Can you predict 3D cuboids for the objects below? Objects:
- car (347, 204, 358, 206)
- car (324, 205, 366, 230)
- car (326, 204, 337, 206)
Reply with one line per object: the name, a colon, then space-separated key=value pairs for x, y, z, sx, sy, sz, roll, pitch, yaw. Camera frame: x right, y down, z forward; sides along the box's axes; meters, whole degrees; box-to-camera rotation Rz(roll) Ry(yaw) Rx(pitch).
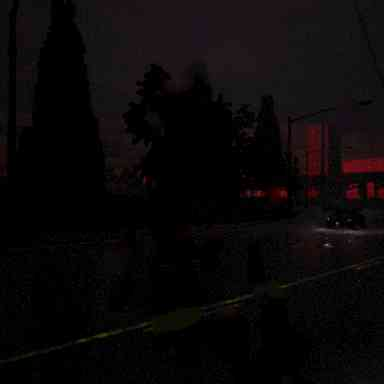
car: x=29.998 y=3.001 z=62.253 sx=1.882 sy=1.535 sz=5.008 roll=0 pitch=-1 yaw=-1
car: x=11.436 y=1.941 z=24.513 sx=1.812 sy=1.442 sz=4.674 roll=0 pitch=-1 yaw=40
car: x=26.441 y=2.992 z=62.157 sx=1.882 sy=1.535 sz=5.008 roll=0 pitch=-1 yaw=-1
